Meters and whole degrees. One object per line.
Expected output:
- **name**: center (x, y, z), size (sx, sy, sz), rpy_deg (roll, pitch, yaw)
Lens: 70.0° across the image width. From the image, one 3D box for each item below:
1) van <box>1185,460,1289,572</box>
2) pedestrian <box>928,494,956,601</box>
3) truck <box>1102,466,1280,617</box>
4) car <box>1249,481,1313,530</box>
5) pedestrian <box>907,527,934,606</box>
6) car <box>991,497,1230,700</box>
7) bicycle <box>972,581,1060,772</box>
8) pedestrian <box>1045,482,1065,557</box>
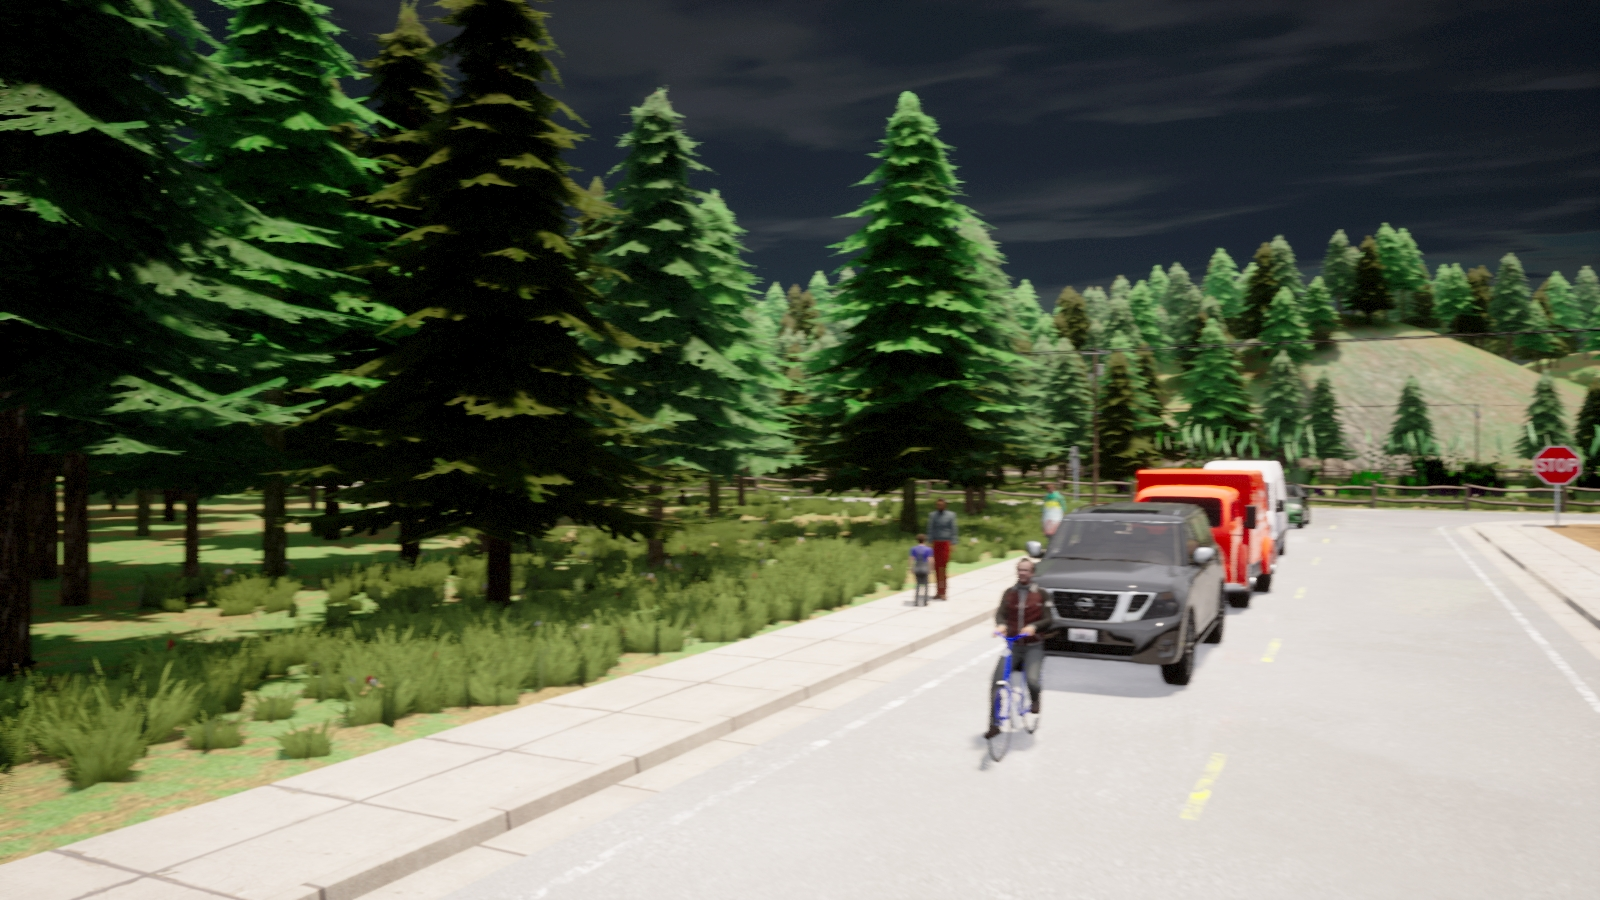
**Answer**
- **van**: center (11.448, 1.563, 29.651), size (1.988, 2.561, 5.915), rpy_deg (0, 0, 26)
- **pedestrian**: center (2.516, 1.716, 20.302), size (0.375, 1.860, 0.375), rpy_deg (0, 0, 30)
- **truck**: center (7.750, 1.590, 22.248), size (2.627, 2.467, 5.204), rpy_deg (0, 0, 26)
- **car**: center (18.067, 2.040, 42.813), size (1.851, 1.617, 3.988), rpy_deg (0, 0, 28)
- **pedestrian**: center (2.073, 1.994, 19.592), size (0.375, 1.300, 0.375), rpy_deg (0, 0, 20)
- **car**: center (4.511, 1.795, 15.811), size (2.150, 2.045, 5.566), rpy_deg (0, 0, 27)
- **bicycle**: center (2.073, 2.072, 10.828), size (0.329, 1.471, 1.835), rpy_deg (0, 0, 27)
- **pedestrian**: center (6.347, 1.722, 28.462), size (0.375, 1.860, 0.375), rpy_deg (0, 0, 37)
